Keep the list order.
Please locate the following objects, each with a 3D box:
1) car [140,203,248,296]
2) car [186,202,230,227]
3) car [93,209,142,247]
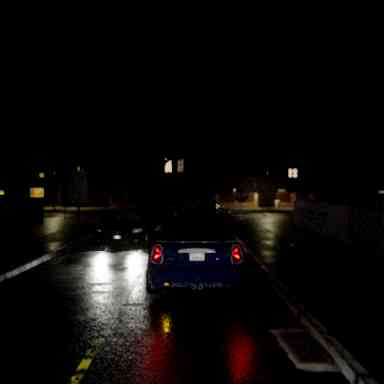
[{"bbox_3d":[0.098,1.282,8.642,2.097,1.767,4.553,0,0,0],"label":"car"},{"bbox_3d":[1.200,1.404,22.186,1.994,1.385,4.181,0,0,16],"label":"car"},{"bbox_3d":[-2.749,1.452,14.152,1.994,1.385,4.181,0,0,0],"label":"car"}]
